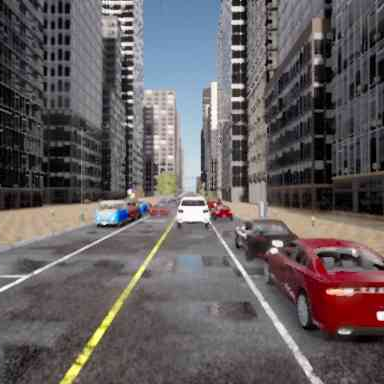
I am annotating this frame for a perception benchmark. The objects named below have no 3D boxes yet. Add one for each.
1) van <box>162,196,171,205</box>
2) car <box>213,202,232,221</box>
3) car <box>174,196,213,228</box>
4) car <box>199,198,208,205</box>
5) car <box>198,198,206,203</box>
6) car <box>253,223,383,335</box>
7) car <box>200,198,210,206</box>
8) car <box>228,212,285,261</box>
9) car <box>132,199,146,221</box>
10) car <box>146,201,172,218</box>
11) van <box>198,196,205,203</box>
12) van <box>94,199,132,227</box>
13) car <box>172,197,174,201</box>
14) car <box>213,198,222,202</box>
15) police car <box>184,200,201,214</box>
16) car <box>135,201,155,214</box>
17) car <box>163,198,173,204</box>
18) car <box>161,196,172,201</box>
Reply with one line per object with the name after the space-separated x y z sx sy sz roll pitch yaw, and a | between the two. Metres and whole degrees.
-5.762 1.893 74.861 1.690 1.788 3.998 0 0 0 | van
2.662 1.811 29.522 1.802 1.307 4.206 0 0 0 | car
0.080 1.409 23.890 2.150 2.045 5.566 0 0 0 | car
2.619 2.133 74.866 1.802 1.307 4.206 0 0 0 | car
2.609 2.206 86.205 1.802 1.307 4.206 0 0 0 | car
2.684 1.600 6.850 1.887 1.381 4.507 0 0 0 | car
2.624 2.056 69.199 1.887 1.381 4.507 0 0 0 | car
2.678 1.666 12.518 1.947 1.339 4.313 0 0 0 | car
-5.718 1.545 29.516 2.192 1.841 5.009 0 0 0 | car
-3.129 1.859 33.382 1.895 1.301 4.718 0 0 0 | car
2.603 1.999 91.875 1.690 1.788 3.998 0 0 0 | van
-5.713 1.529 23.849 1.690 1.788 3.998 0 0 0 | van
-3.071 1.968 74.730 1.837 1.490 4.892 0 0 0 | car
2.651 1.626 40.860 2.192 1.841 5.009 0 0 0 | car
0.062 1.826 41.944 2.038 1.542 4.974 0 0 0 | police car
-5.729 1.857 40.851 1.887 1.381 4.507 0 0 0 | car
-5.767 2.155 80.528 1.947 1.339 4.313 0 0 0 | car
-5.756 2.078 69.191 1.947 1.339 4.313 0 0 0 | car
